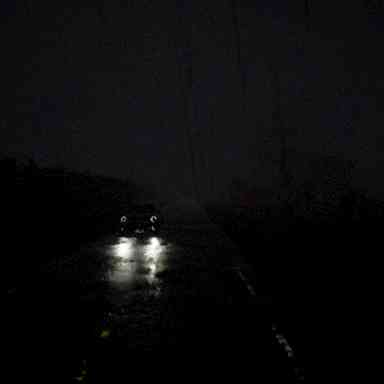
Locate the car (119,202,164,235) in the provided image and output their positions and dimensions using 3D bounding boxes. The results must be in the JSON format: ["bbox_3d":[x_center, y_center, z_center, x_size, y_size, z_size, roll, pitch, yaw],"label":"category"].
[{"bbox_3d":[-2.780,1.421,19.179,2.097,1.767,4.553,0,0,0],"label":"car"}]
